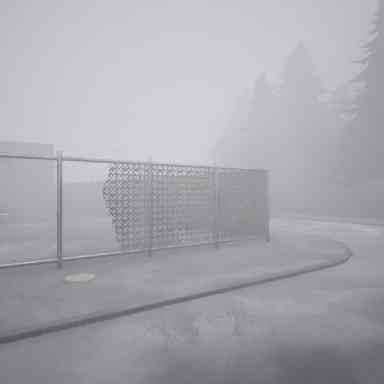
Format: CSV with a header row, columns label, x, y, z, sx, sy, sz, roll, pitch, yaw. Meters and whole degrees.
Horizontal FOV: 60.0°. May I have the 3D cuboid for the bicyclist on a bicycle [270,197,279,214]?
label,x,y,z,sx,sy,sz,roll,pitch,yaw
bicyclist on a bicycle,7.887,1.349,32.412,1.656,1.620,0.582,0,0,-35
